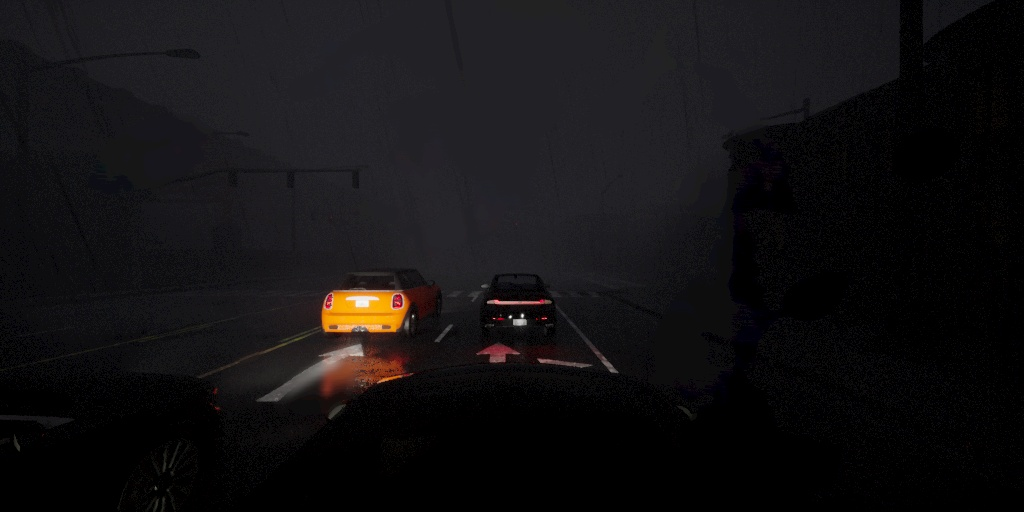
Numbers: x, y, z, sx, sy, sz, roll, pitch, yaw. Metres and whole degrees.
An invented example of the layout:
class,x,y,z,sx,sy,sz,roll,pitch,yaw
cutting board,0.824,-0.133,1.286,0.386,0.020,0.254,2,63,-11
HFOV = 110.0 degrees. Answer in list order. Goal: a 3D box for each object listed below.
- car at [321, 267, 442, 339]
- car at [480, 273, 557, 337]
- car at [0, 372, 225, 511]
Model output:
class,x,y,z,sx,sy,sz,roll,pitch,yaw
car,-3.394,1.102,10.250,2.097,1.767,4.553,0,0,0
car,0.115,1.242,10.292,2.128,1.511,4.902,0,0,-1
car,-3.400,1.242,1.101,2.128,1.511,4.902,0,0,0
